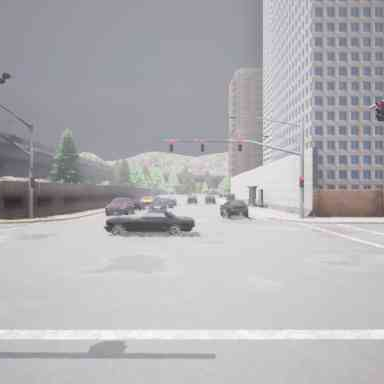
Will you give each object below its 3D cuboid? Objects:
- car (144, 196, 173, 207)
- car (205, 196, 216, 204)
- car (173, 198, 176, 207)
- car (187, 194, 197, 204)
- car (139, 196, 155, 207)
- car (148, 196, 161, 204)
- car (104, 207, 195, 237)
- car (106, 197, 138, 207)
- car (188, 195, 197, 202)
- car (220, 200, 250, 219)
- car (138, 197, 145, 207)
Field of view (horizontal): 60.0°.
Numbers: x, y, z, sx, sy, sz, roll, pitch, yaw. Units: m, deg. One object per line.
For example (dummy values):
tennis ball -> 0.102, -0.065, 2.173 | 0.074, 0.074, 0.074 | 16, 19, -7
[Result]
car -> -3.550, 1.492, 36.497 | 2.128, 1.511, 4.902 | 0, 0, 0
car -> 3.568, 1.505, 64.280 | 1.837, 1.490, 4.892 | 0, 0, 0
car -> -3.550, 1.564, 45.416 | 1.994, 1.385, 4.181 | 0, 0, -1
car -> 0.068, 1.478, 64.285 | 1.882, 1.535, 5.008 | 0, 0, 0
car -> -7.032, 1.478, 52.341 | 1.882, 1.535, 5.008 | 0, 0, 0
car -> -6.990, 1.478, 62.726 | 1.882, 1.535, 5.008 | 0, 0, 1
car -> -2.193, 1.627, 17.685 | 4.718, 1.301, 1.895 | 0, 0, 0
car -> -7.059, 1.352, 32.911 | 2.097, 1.767, 4.553 | 0, 0, 0
car -> 0.078, 1.328, 74.507 | 1.837, 1.490, 4.892 | 0, 0, 0
car -> 3.741, 1.503, 29.558 | 1.837, 1.490, 4.892 | -2, 0, -5
car -> -7.049, 1.601, 41.897 | 1.895, 1.301, 4.718 | 0, 0, 0
